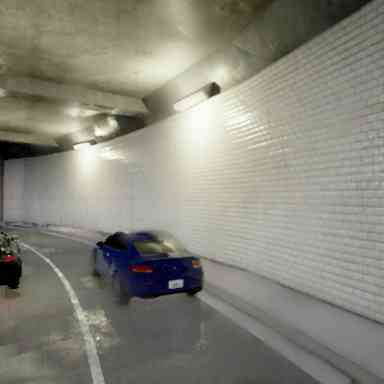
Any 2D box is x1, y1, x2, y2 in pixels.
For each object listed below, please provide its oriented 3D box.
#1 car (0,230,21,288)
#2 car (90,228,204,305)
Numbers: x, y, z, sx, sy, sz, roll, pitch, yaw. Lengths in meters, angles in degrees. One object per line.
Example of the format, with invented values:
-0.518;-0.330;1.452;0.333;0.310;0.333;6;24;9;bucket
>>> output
-5.856;1.721;9.146;1.994;1.385;4.181;0;-1;-29;car
-1.354;1.664;8.540;1.812;1.442;4.674;0;-1;-27;car
